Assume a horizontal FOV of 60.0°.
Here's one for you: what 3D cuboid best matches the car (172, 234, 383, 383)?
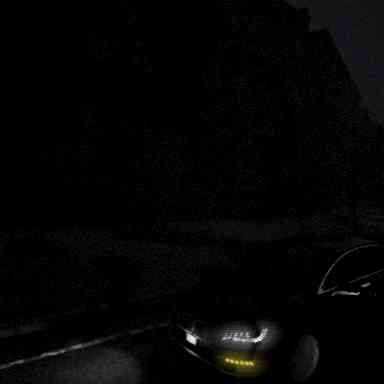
[{"bbox_3d":[1.972,1.514,5.393,4.892,1.490,1.837,0,0,-35],"label":"car"}]
